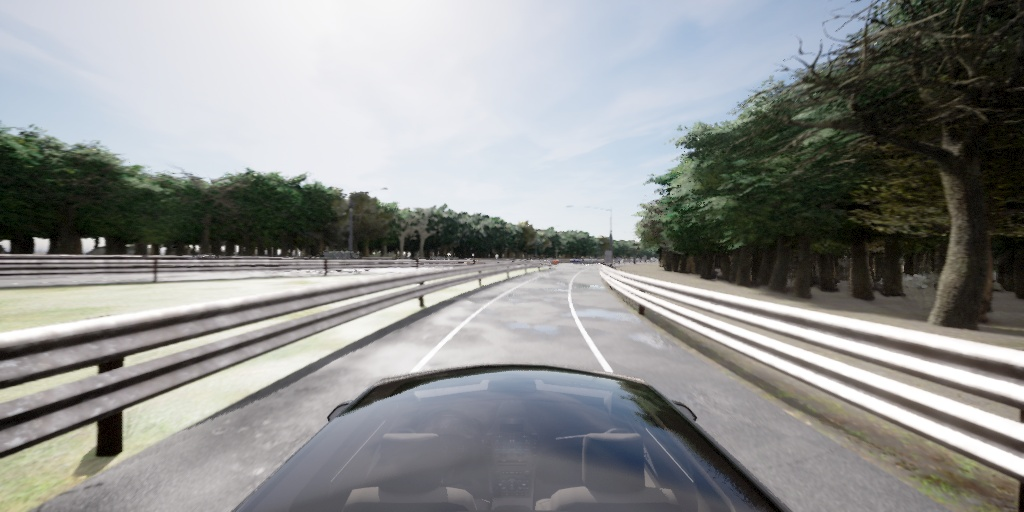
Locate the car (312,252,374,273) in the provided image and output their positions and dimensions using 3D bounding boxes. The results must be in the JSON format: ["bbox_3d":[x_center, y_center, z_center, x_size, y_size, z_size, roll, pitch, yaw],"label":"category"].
[{"bbox_3d":[-17.075,0.603,37.109,2.150,2.045,5.566,1,0,30],"label":"car"}]

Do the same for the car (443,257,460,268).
[{"bbox_3d":[-8.547,1.073,58.667,1.882,1.535,5.008,1,0,30],"label":"car"}]

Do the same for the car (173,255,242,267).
[{"bbox_3d":[-27.674,0.679,32.835,2.128,1.511,4.902,1,0,30],"label":"car"}]

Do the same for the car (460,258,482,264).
[{"bbox_3d":[-5.500,1.113,56.948,1.882,1.535,5.008,1,0,30],"label":"car"}]

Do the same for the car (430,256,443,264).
[{"bbox_3d":[-11.595,0.908,60.386,2.097,1.767,4.553,1,0,30],"label":"car"}]

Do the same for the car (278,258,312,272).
[{"bbox_3d":[-21.128,0.872,37.116,2.033,1.411,5.357,1,0,30],"label":"car"}]
